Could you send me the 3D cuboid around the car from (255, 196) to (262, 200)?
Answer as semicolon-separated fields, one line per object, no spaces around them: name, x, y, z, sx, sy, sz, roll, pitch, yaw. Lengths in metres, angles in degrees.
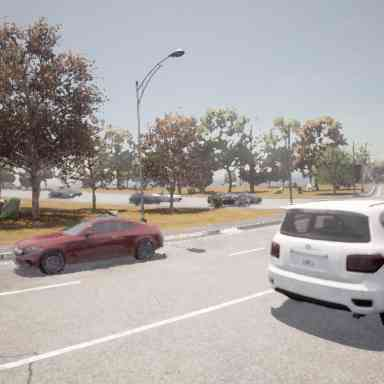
car;6.169;0.739;39.586;4.181;1.385;1.994;0;3;33

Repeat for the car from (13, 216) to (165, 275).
car;-3.072;1.526;10.631;4.674;1.442;1.812;0;0;-38

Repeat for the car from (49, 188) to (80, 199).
car;-20.692;0.305;52.830;4.902;1.511;2.128;2;4;33

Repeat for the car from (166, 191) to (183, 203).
car;-3.470;0.651;45.819;4.674;1.442;1.812;1;3;33

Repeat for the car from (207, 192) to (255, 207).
car;3.996;0.834;36.825;4.902;1.511;2.128;0;3;33

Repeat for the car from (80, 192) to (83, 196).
car;-21.161;0.104;57.326;5.357;1.411;2.033;2;4;33

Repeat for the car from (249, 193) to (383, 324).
car;3.957;1.173;7.080;5.566;2.045;2.150;-1;1;-39

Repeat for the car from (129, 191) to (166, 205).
car;-6.195;0.803;43.418;4.674;1.442;1.812;1;3;33
